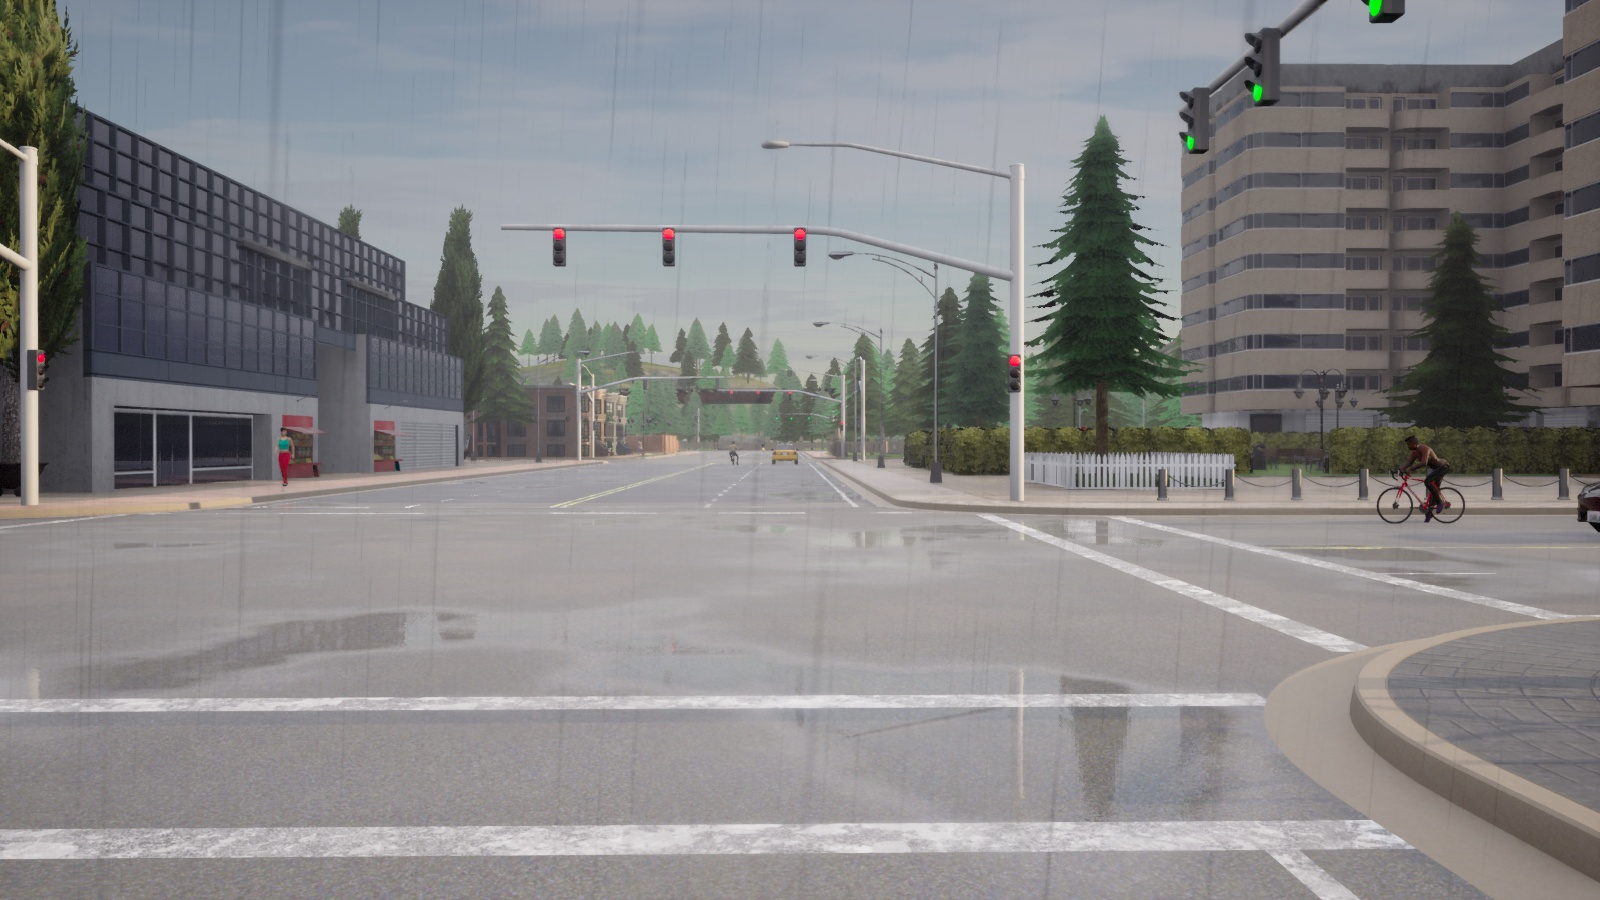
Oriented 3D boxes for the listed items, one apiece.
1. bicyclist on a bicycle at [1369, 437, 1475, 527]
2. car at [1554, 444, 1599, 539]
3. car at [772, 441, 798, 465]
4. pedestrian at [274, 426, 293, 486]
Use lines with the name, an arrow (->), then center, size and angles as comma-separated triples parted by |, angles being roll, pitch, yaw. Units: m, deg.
bicyclist on a bicycle -> 11.414, 0.578, 23.080 | 1.656, 1.620, 0.582 | 0, 0, -1
car -> 14.827, 0.647, 19.625 | 4.792, 1.488, 2.163 | 0, 0, -1
car -> -1.048, 0.189, 87.747 | 1.801, 1.575, 5.366 | 0, 0, -1
pedestrian -> -15.856, 0.175, 38.579 | 0.345, 1.836, 0.594 | 0, 0, -1
